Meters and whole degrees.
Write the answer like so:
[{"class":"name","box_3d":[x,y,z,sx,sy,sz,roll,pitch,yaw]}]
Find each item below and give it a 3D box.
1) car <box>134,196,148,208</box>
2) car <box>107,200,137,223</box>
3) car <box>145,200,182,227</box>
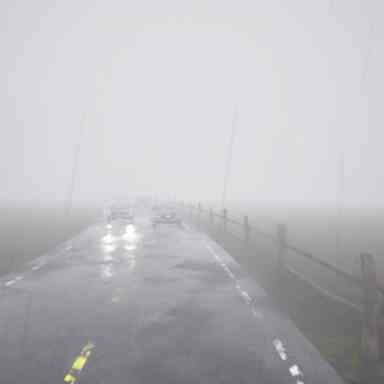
[{"class":"car","box_3d":[-6.401,1.318,41.474,1.837,1.490,4.892,0,0,-17]},{"class":"car","box_3d":[-5.290,1.499,24.733,1.895,1.301,4.718,0,0,-10]},{"class":"car","box_3d":[-1.816,1.470,21.978,2.033,1.411,5.357,0,0,-9]}]
